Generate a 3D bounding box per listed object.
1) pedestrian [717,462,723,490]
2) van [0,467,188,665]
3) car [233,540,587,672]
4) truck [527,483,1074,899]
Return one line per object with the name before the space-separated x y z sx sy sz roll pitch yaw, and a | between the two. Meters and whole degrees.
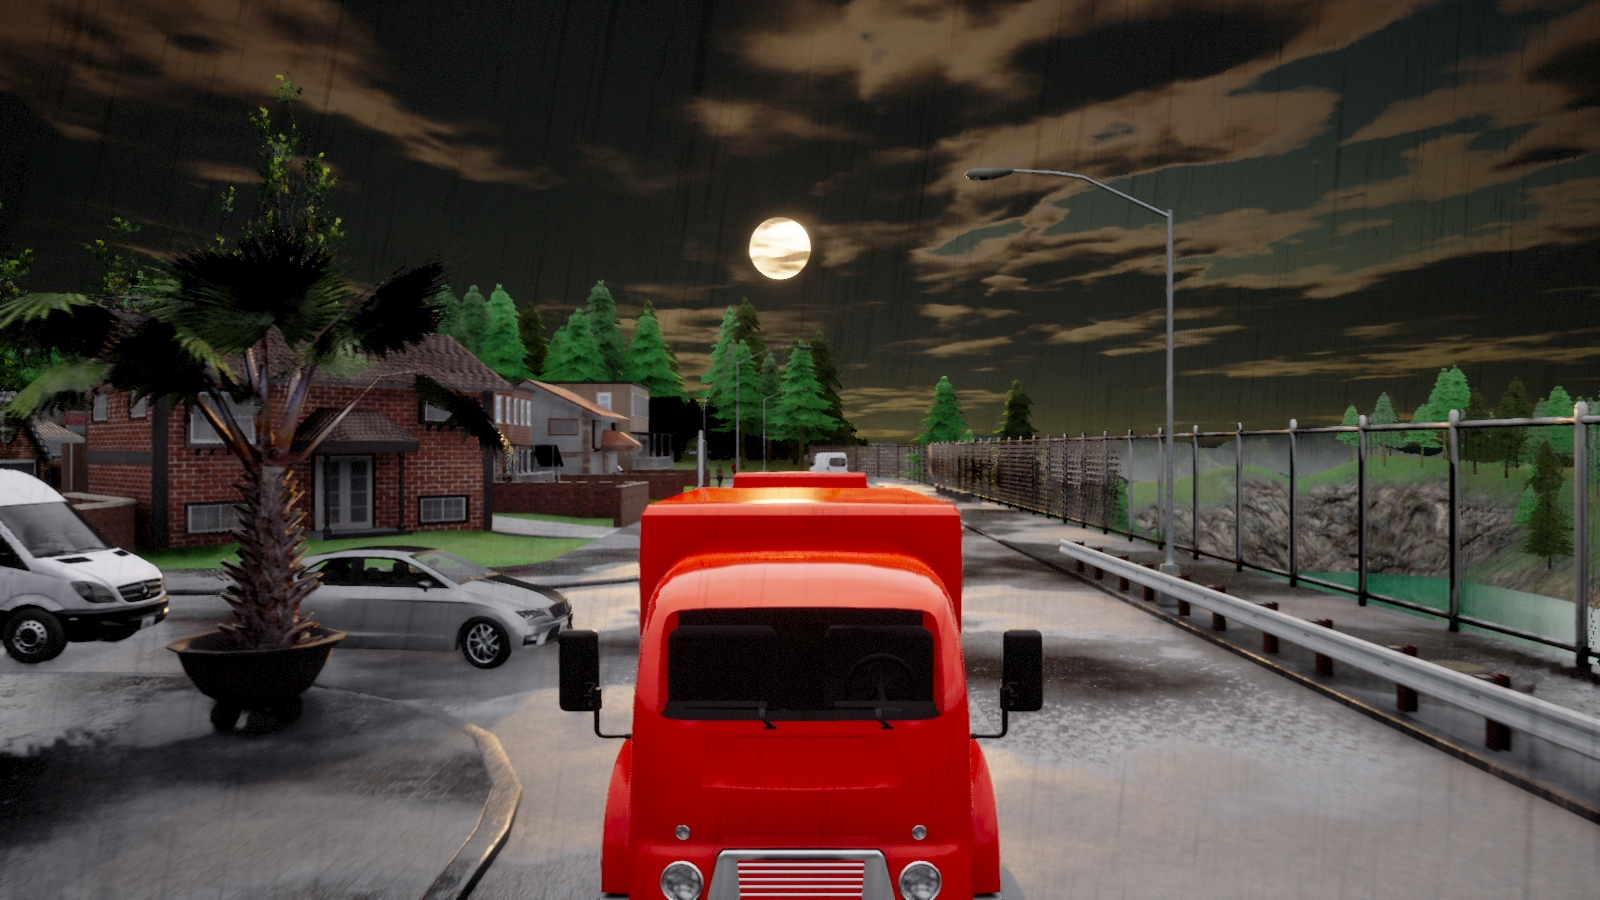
pedestrian | -5.318 1.731 75.728 0.375 1.860 0.375 0 0 0
van | -12.035 1.531 15.957 5.915 2.561 1.988 0 0 0
car | -5.220 2.062 15.572 4.193 1.474 1.816 0 0 8
truck | 0.001 1.559 8.098 2.627 2.467 5.204 0 0 0
